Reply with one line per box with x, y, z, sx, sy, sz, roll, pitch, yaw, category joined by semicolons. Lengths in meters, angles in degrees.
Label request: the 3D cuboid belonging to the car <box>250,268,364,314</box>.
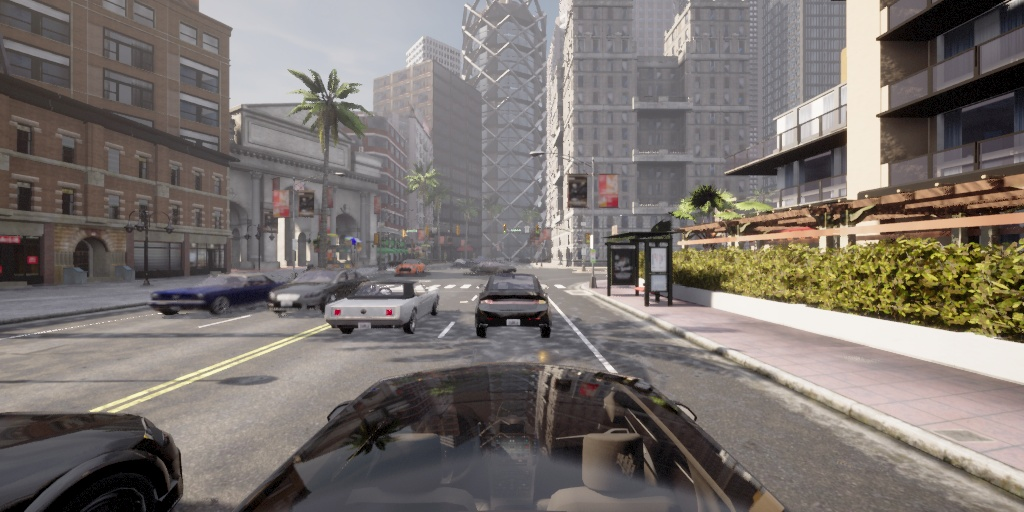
-7.126;1.241;13.782;2.128;1.511;4.902;0;0;0;car

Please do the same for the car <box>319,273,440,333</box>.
-3.457;1.351;10.668;1.895;1.301;4.718;0;0;0;car

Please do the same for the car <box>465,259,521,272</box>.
-2.059;1.297;38.013;5.357;1.411;2.033;0;0;37;car

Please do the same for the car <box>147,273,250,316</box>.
-10.626;1.351;13.534;1.895;1.301;4.718;0;0;0;car

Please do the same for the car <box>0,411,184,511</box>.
-3.392;1.314;0.849;1.994;1.385;4.181;0;0;0;car

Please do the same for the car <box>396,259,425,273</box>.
-10.679;1.102;37.991;2.097;1.767;4.553;0;0;0;car

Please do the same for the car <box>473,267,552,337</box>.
0.041;1.242;10.289;2.128;1.511;4.902;0;0;0;car
